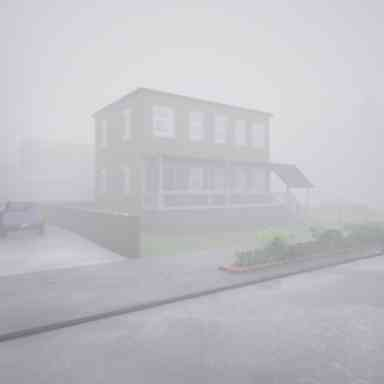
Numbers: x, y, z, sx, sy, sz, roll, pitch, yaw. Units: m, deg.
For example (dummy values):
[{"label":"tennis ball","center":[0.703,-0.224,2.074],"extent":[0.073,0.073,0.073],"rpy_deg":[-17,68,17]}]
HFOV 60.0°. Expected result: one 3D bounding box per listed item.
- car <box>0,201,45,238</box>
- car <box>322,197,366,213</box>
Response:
[{"label":"car","center":[-7.930,1.134,15.135],"extent":[1.845,1.501,3.633],"rpy_deg":[0,0,-35]},{"label":"car","center":[16.125,1.344,35.261],"extent":[2.097,1.767,4.553],"rpy_deg":[0,0,-35]}]
